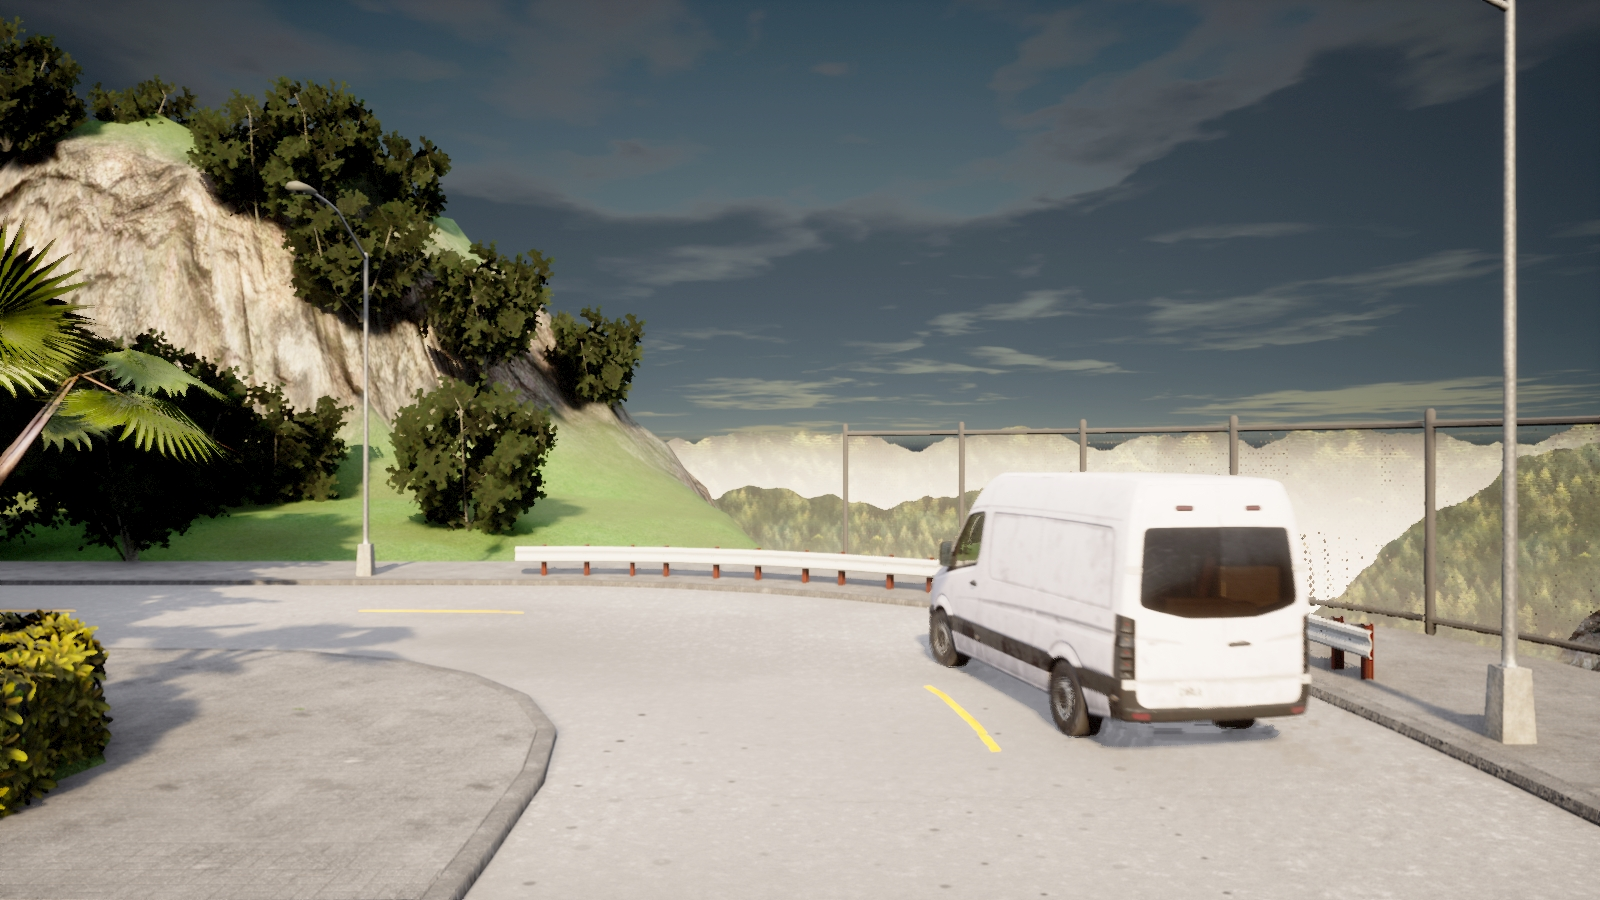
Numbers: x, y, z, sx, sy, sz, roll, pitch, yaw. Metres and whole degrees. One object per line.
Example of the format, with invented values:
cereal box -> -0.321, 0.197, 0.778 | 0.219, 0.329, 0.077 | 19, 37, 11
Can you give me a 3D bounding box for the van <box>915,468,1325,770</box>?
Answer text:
van -> 3.183, 1.531, 13.097 | 1.988, 2.561, 5.915 | 1, 0, -12
